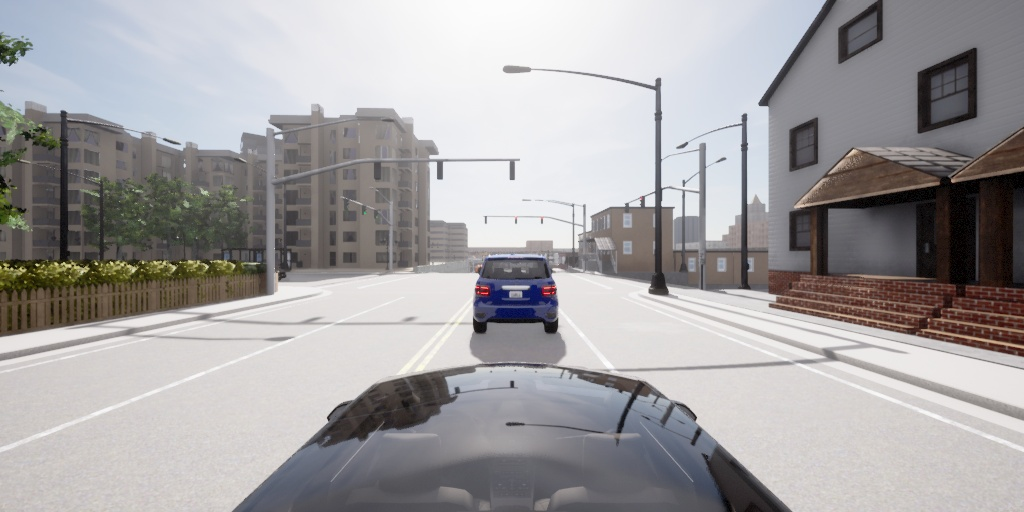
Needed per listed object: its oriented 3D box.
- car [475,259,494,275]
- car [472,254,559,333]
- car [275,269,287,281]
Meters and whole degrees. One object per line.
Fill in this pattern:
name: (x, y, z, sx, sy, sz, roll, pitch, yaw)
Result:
car: (-3.561, 1.504, 46.897, 2.097, 1.767, 4.553, 1, -5, 0)
car: (0.101, 0.971, 10.877, 2.150, 2.045, 5.566, 0, 0, 0)
car: (-20.346, 1.254, 28.079, 4.892, 1.490, 1.837, 0, 0, 1)
